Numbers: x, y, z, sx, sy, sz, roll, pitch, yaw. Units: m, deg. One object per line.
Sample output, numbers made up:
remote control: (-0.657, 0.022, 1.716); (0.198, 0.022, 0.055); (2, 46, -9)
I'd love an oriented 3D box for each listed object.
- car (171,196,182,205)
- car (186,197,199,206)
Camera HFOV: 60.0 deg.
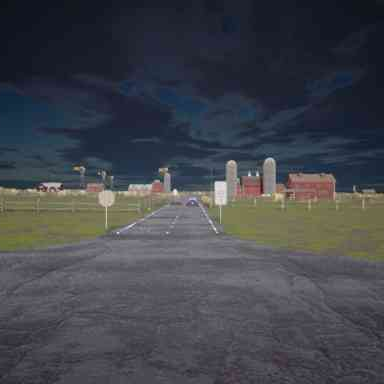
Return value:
car: (-2.677, 1.535, 58.428); (1.837, 1.490, 4.892); (0, 0, 0)
car: (0.069, 1.551, 53.389); (1.812, 1.442, 4.674); (0, 0, 0)
